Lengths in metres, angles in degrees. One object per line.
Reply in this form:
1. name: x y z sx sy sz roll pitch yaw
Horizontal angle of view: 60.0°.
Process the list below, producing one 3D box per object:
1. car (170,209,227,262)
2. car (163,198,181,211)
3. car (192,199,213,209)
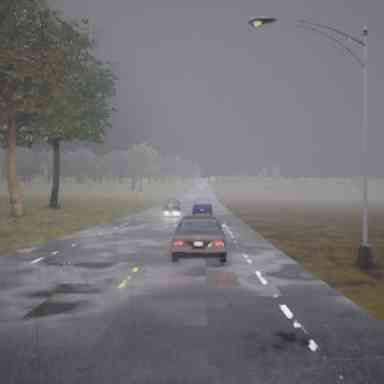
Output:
1. car: 0.265 1.568 12.257 2.033 1.411 5.357 0 0 2
2. car: -2.338 1.465 40.604 2.128 1.511 4.902 0 0 2
3. car: 1.046 1.479 33.145 1.882 1.535 5.008 0 0 2
